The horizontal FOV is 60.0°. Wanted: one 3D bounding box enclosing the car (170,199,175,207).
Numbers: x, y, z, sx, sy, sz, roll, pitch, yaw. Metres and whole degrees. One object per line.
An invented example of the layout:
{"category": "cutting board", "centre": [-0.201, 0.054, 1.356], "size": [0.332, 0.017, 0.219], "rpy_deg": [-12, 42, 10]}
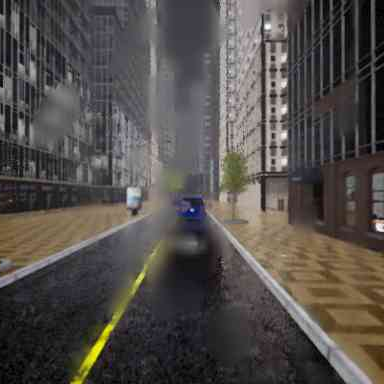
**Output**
{"category": "car", "centre": [-2.801, 1.915, 58.943], "size": [1.882, 1.535, 5.008], "rpy_deg": [0, 0, 1]}

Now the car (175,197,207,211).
{"category": "car", "centre": [0.036, 1.399, 26.444], "size": [2.150, 2.045, 5.566], "rpy_deg": [0, 0, 1]}

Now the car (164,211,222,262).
{"category": "car", "centre": [0.045, 1.639, 12.498], "size": [1.994, 1.385, 4.181], "rpy_deg": [0, 0, 0]}
